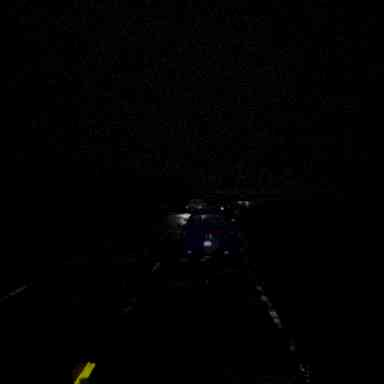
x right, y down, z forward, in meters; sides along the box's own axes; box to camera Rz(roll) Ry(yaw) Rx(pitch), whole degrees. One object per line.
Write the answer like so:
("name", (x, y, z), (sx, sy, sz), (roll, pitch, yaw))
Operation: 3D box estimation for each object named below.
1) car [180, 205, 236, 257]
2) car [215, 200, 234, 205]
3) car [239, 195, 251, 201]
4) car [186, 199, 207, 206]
("car", (0.672, 1.476, 12.950), (1.882, 1.535, 5.008), (0, 0, 4))
("car", (3.236, 1.537, 33.549), (1.994, 1.385, 4.181), (0, 0, 10))
("car", (11.730, 1.328, 73.994), (1.812, 1.442, 4.674), (0, 0, 22))
("car", (0.485, 1.486, 34.957), (1.812, 1.442, 4.674), (0, 0, 11))
